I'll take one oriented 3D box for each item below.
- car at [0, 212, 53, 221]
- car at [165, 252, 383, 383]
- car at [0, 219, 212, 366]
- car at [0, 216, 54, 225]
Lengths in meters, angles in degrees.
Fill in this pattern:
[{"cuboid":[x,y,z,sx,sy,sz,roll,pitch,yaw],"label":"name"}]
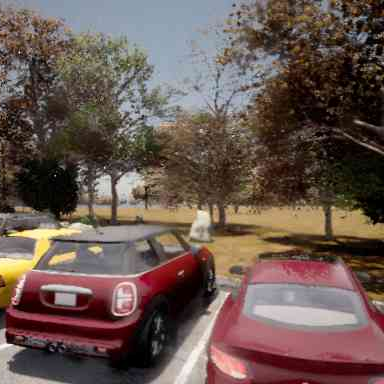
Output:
[{"cuboid":[-5.726,1.441,9.780,2.185,1.767,4.553,0,-1,17],"label":"car"},{"cuboid":[1.420,1.538,4.491,2.002,1.452,4.674,0,-1,16],"label":"car"},{"cuboid":[-0.986,1.395,6.204,2.185,1.767,4.553,0,-1,16],"label":"car"},{"cuboid":[-3.313,1.543,8.163,1.946,1.575,5.366,0,-1,17],"label":"car"}]
